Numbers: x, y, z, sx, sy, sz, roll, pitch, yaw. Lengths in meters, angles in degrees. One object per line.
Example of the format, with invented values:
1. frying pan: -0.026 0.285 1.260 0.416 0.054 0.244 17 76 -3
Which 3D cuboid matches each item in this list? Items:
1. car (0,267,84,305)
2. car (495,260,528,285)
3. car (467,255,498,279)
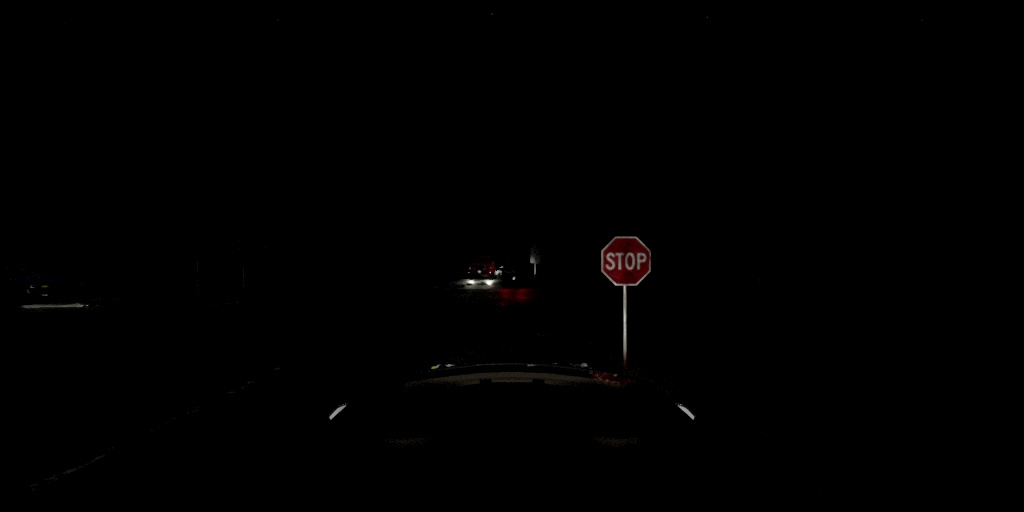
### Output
1. car: -21.251 1.188 15.104 5.008 1.535 1.882 0 -1 -2
2. car: 0.145 1.243 25.648 2.128 1.511 4.902 0 0 0
3. car: -2.785 0.967 33.329 2.150 2.045 5.566 0 1 0
